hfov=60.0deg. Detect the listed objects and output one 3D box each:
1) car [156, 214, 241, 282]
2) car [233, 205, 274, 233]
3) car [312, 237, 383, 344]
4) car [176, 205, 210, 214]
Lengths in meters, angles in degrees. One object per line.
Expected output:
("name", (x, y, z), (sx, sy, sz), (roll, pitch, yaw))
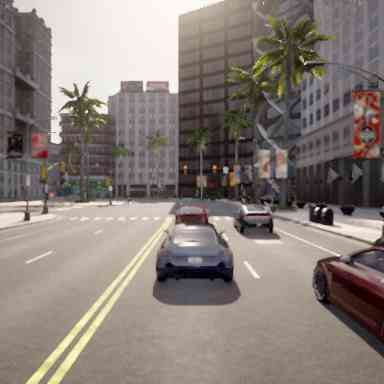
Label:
("car", (0.072, 1.568, 9.794), (1.994, 1.385, 4.181), (0, 0, 0))
("car", (3.529, 1.508, 19.674), (2.128, 1.511, 4.902), (0, 0, 1))
("car", (3.589, 1.566, 5.532), (1.994, 1.385, 4.181), (0, 0, -1))
("car", (0.031, 1.495, 19.641), (1.882, 1.535, 5.008), (0, 0, 2))
